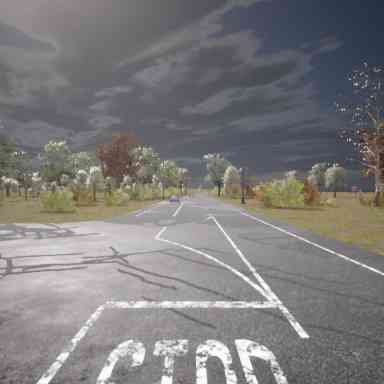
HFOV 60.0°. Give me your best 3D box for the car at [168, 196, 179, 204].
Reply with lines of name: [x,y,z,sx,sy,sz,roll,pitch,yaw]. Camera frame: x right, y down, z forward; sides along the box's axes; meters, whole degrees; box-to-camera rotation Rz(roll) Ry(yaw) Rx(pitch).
car: [-3.458,1.477,64.480,1.812,1.442,4.674,0,0,0]
